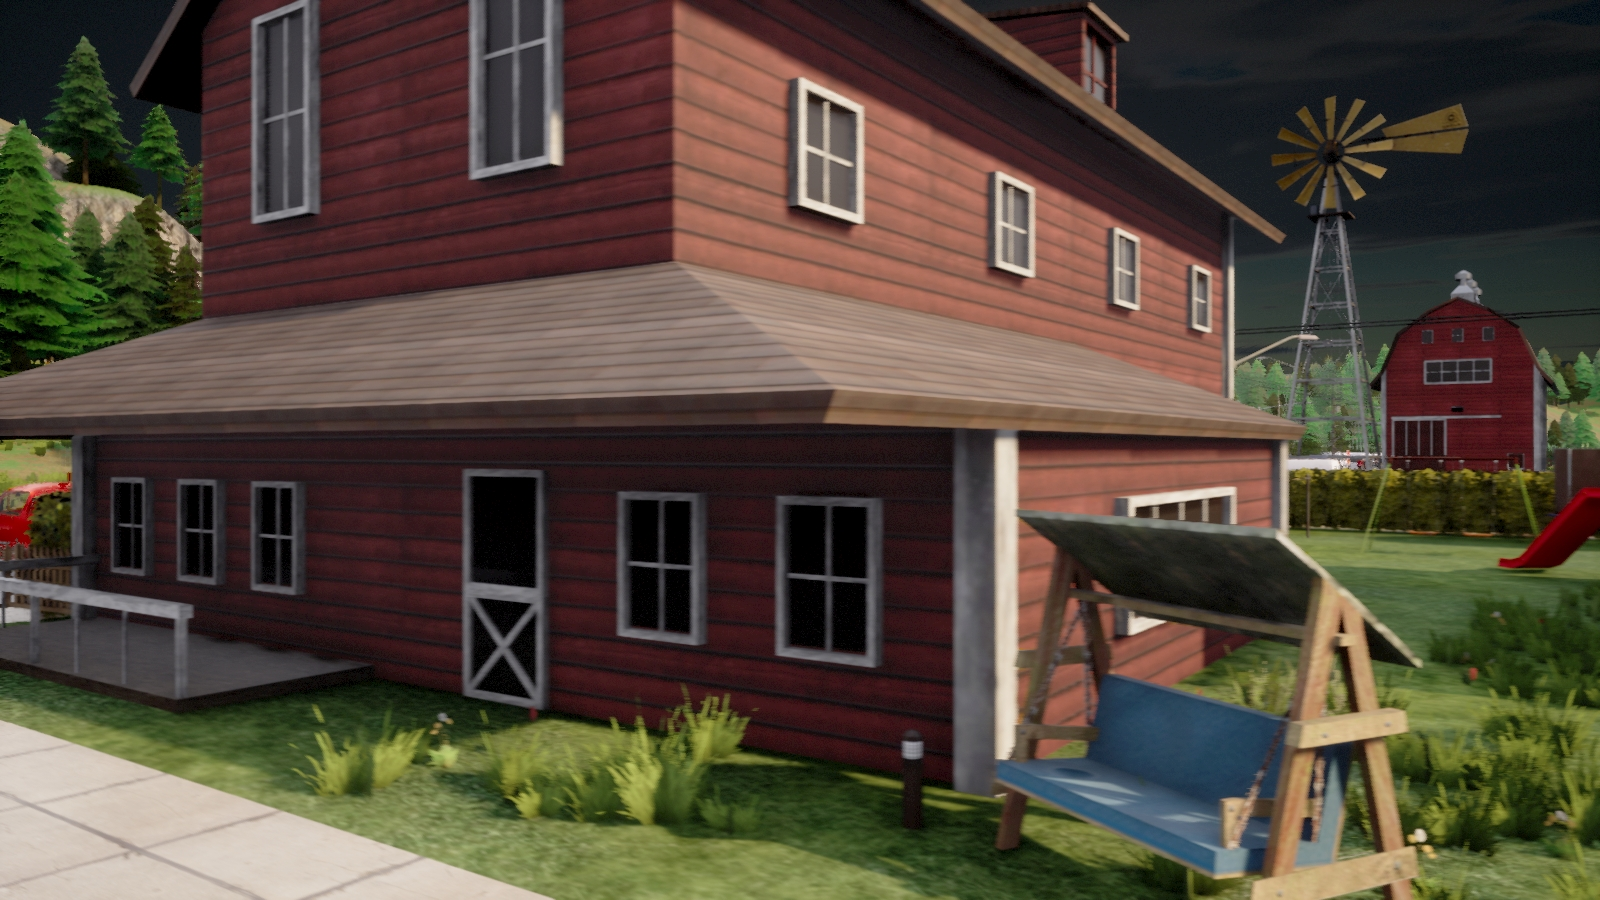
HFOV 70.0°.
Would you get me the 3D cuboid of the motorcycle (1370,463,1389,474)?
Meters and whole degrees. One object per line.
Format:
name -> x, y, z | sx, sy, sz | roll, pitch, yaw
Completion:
motorcycle -> 67.253, 2.142, 132.705 | 1.805, 1.316, 0.856 | 0, -1, 40
